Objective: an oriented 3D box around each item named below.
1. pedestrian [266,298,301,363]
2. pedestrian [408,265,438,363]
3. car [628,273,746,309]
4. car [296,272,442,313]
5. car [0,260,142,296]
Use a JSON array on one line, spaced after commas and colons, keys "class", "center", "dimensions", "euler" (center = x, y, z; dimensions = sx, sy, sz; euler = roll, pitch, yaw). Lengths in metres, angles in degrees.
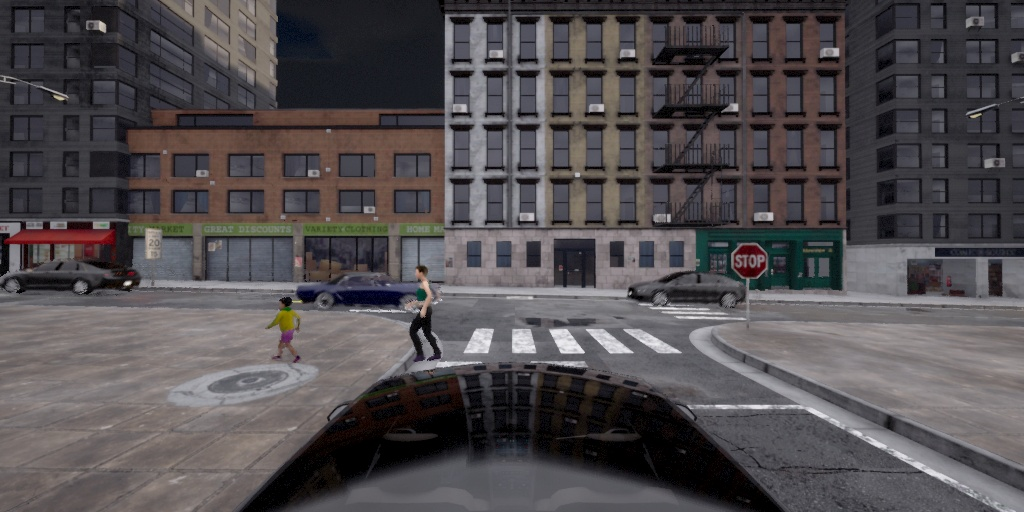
[{"class": "pedestrian", "center": [-3.828, 1.273, 6.140], "dimensions": [0.500, 1.100, 0.500], "euler": [0, 0, 0]}, {"class": "pedestrian", "center": [-1.672, 1.045, 6.732], "dimensions": [0.375, 1.860, 0.375], "euler": [0, 0, 0]}, {"class": "car", "center": [7.693, 1.464, 15.907], "dimensions": [4.892, 1.490, 1.837], "euler": [1, 0, 0]}, {"class": "car", "center": [-4.977, 1.267, 13.009], "dimensions": [4.718, 1.301, 1.895], "euler": [1, 0, 0]}, {"class": "car", "center": [-19.568, 0.930, 16.022], "dimensions": [4.892, 1.490, 1.837], "euler": [1, 0, 0]}]
